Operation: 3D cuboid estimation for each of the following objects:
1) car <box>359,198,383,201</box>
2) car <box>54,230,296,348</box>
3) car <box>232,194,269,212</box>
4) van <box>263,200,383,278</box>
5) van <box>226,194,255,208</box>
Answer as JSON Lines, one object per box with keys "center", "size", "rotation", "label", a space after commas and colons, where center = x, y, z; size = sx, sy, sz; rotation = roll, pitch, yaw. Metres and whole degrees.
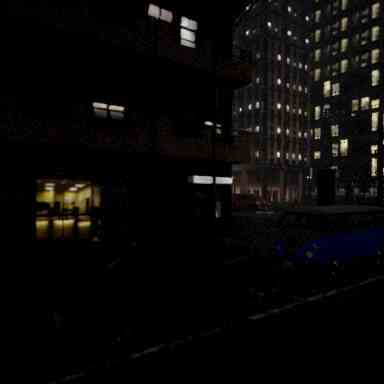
{"center": [16.377, 1.303, 31.514], "size": [1.967, 1.590, 4.097], "rotation": [1, -1, -35], "label": "car"}
{"center": [-0.268, 1.545, 6.312], "size": [4.313, 1.339, 1.947], "rotation": [0, 1, -35], "label": "car"}
{"center": [6.306, 1.125, 35.696], "size": [2.097, 1.767, 4.553], "rotation": [1, 0, -35], "label": "car"}
{"center": [4.146, 1.286, 9.664], "size": [3.998, 1.788, 1.690], "rotation": [0, 1, -35], "label": "van"}
{"center": [6.566, 1.179, 45.330], "size": [1.690, 1.788, 3.998], "rotation": [1, -1, -35], "label": "van"}
